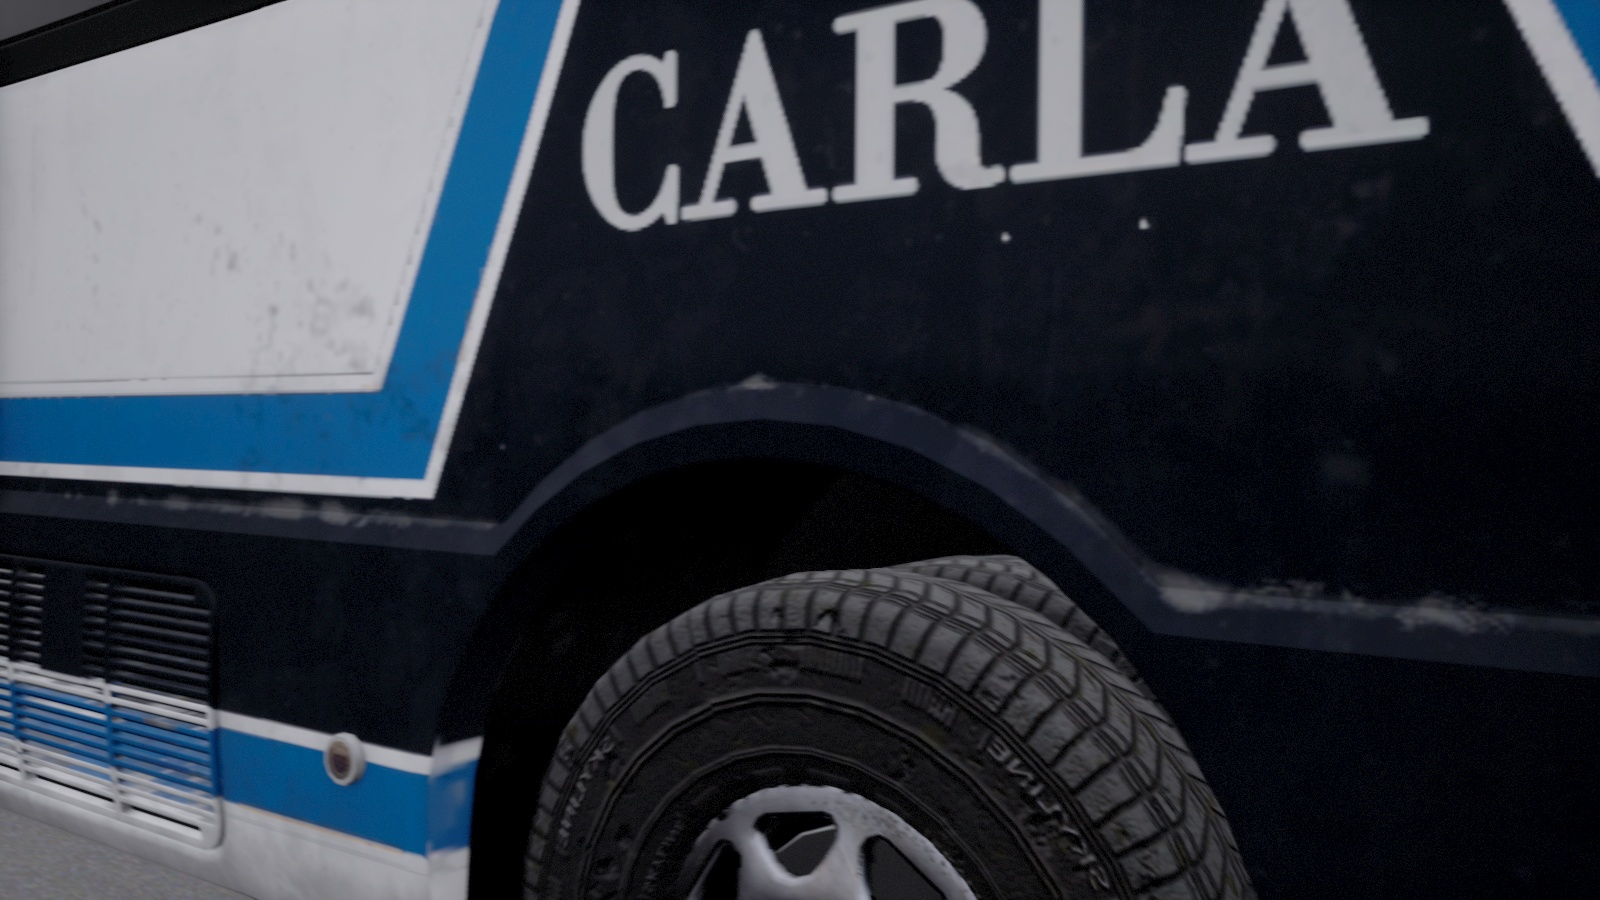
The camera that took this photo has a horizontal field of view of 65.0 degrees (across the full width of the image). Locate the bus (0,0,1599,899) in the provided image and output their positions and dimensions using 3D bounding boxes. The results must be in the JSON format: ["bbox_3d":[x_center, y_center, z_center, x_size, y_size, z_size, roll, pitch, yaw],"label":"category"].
[{"bbox_3d":[-1.359,-0.695,4.499,10.273,4.253,3.944,0,1,34],"label":"bus"}]
